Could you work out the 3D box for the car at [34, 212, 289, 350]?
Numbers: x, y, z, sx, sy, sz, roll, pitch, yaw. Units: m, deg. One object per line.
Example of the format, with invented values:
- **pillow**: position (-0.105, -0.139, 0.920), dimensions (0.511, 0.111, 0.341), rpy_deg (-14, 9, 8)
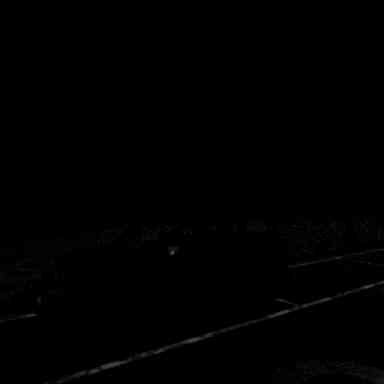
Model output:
- **car**: position (-0.244, 1.349, 6.470), dimensions (5.009, 1.841, 2.192), rpy_deg (1, 0, -35)
